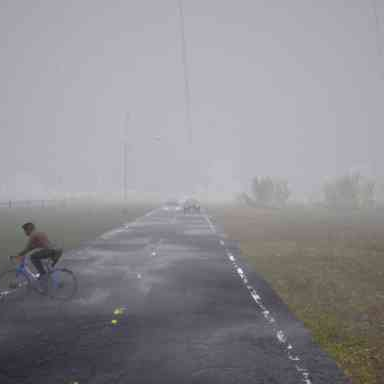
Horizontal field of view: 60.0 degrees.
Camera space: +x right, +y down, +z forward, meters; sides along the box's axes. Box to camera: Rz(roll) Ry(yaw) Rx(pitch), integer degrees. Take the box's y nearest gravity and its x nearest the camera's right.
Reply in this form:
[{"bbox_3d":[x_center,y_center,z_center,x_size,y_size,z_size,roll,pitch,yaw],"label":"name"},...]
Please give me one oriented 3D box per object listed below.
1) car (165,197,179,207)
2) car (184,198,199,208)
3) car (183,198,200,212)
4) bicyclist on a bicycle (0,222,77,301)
[{"bbox_3d":[-3.030,1.510,51.042,1.882,1.535,5.008,0,0,0],"label":"car"},{"bbox_3d":[-0.078,1.574,48.750,2.033,1.411,5.357,0,0,0],"label":"car"},{"bbox_3d":[-0.034,1.611,38.809,1.895,1.301,4.718,0,0,0],"label":"car"},{"bbox_3d":[-3.186,1.453,6.838,1.656,1.620,0.582,-1,0,0],"label":"bicyclist on a bicycle"}]
